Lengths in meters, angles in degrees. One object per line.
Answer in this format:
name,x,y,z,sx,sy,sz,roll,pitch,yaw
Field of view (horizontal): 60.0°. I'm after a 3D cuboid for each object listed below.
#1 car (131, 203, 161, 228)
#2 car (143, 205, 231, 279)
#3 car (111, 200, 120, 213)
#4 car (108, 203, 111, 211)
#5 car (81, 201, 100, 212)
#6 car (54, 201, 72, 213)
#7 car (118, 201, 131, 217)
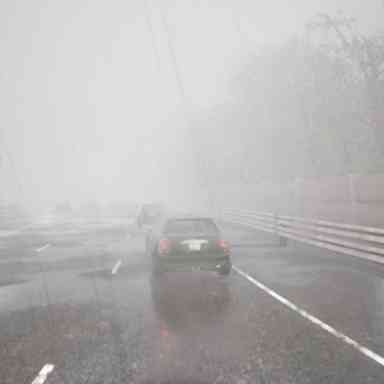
car,-3.121,1.583,24.499,2.097,1.767,4.553,0,-1,-14
car,-0.325,1.451,10.642,2.097,1.767,4.553,0,-1,-11
car,-8.404,1.946,41.522,2.033,1.411,5.357,0,-1,-20
car,-10.345,1.924,46.320,1.882,1.535,5.008,0,-1,-28
car,-13.824,1.992,45.234,2.033,1.411,5.357,0,-1,-27
car,-16.995,1.930,43.751,2.128,1.511,4.902,0,-1,-27
car,-6.229,1.885,35.380,2.033,1.411,5.357,0,-1,-19
